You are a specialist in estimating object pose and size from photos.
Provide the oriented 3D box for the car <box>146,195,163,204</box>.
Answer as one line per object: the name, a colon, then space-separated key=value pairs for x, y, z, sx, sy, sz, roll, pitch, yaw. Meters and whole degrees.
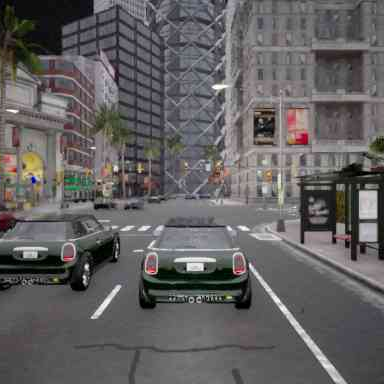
car: x=-6.977 y=1.477 z=61.836 sx=1.882 sy=1.535 sz=5.008 roll=0 pitch=0 yaw=0

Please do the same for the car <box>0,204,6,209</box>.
car: x=-10.579 y=1.352 z=16.079 sx=2.097 sy=1.767 sz=4.553 roll=0 pitch=0 yaw=0

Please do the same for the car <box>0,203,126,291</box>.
car: x=-3.417 y=1.352 z=9.187 sx=2.097 sy=1.767 sz=4.553 roll=0 pitch=0 yaw=0

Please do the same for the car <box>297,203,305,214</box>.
car: x=12.516 y=1.525 z=31.800 sx=4.674 sy=1.442 sz=1.812 roll=0 pitch=0 yaw=0

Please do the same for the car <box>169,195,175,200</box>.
car: x=-5.861 y=1.500 z=91.376 sx=1.837 sy=1.490 sz=4.892 roll=0 pitch=0 yaw=10

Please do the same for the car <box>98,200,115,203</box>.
car: x=-10.547 y=1.601 z=40.647 sx=1.895 sy=1.301 sz=4.718 roll=0 pitch=0 yaw=0

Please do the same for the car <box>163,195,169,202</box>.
car: x=-6.899 y=1.595 z=76.150 sx=1.895 sy=1.301 sz=4.718 roll=0 pitch=0 yaw=0

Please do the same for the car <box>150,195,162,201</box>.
car: x=-9.690 y=1.500 z=90.044 sx=1.837 sy=1.490 sz=4.892 roll=0 pitch=0 yaw=10

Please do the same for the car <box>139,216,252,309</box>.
car: x=0.075 y=1.352 z=8.040 sx=2.097 sy=1.767 sz=4.553 roll=0 pitch=0 yaw=0

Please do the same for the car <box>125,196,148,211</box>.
car: x=-7.047 y=1.548 z=40.829 sx=2.033 sy=1.411 sz=5.357 roll=0 pitch=0 yaw=0
